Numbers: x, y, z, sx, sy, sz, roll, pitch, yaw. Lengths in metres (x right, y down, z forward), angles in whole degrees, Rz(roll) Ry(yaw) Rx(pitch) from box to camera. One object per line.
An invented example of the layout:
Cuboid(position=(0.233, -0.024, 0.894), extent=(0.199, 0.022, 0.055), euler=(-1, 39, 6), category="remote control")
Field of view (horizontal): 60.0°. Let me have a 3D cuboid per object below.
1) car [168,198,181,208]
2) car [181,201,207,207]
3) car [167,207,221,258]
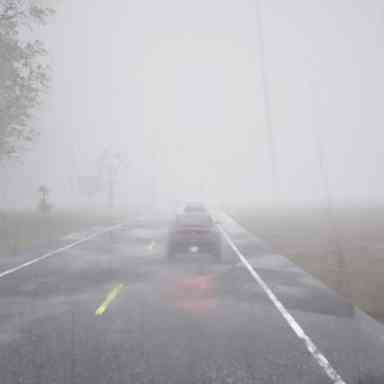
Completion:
Cuboid(position=(-2.533, 1.711, 51.356), extent=(1.837, 1.490, 4.892), euler=(0, 0, 3), category="car")
Cuboid(position=(0.321, 1.599, 29.495), extent=(1.882, 1.535, 5.008), euler=(0, 0, 2), category="car")
Cuboid(position=(0.088, 1.560, 12.975), extent=(1.837, 1.490, 4.892), euler=(0, 0, 1), category="car")
